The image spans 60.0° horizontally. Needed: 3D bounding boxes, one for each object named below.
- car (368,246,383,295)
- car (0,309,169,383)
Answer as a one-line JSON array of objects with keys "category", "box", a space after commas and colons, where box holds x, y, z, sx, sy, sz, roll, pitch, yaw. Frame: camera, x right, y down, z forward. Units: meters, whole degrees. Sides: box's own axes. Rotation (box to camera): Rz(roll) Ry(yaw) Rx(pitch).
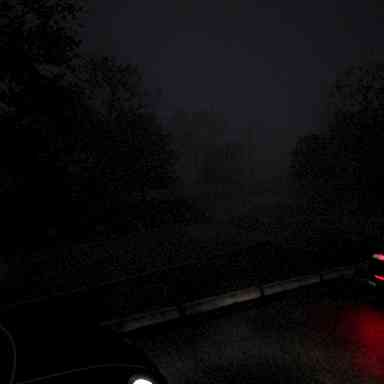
[{"category": "car", "box": [5.725, 1.389, 6.990, 4.902, 1.511, 2.128, -1, 1, -32]}, {"category": "car", "box": [-2.232, 1.354, 1.721, 4.553, 1.767, 2.097, 0, 0, -35]}]
